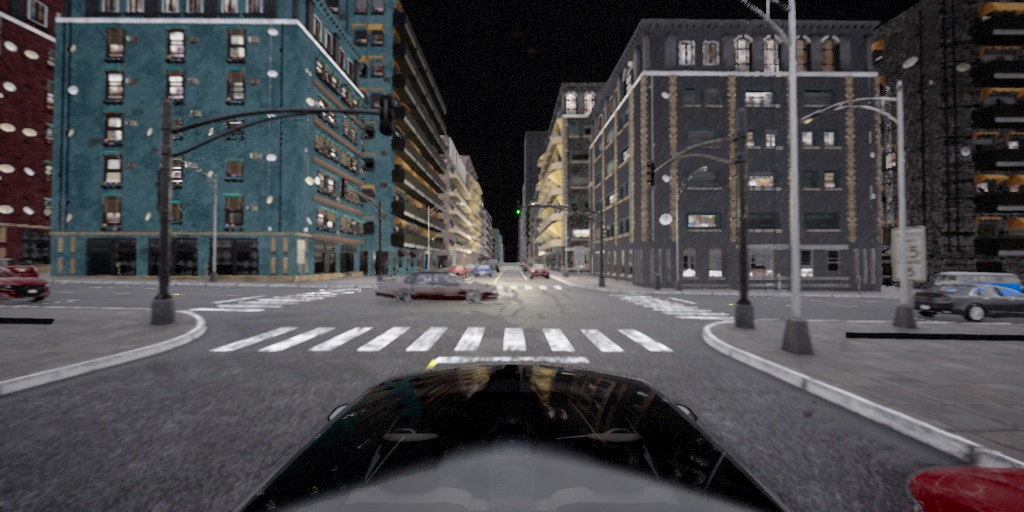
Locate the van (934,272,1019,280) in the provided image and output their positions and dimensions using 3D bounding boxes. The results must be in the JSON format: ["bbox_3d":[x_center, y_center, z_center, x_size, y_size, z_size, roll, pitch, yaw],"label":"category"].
[{"bbox_3d":[28.666,1.908,22.171,3.998,1.789,1.690,0,0,-1],"label":"van"}]

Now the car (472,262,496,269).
[{"bbox_3d":[-3.106,1.673,39.836,1.812,1.442,4.674,0,-1,0],"label":"car"}]

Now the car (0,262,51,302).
[{"bbox_3d":[-20.016,1.027,13.246,4.507,1.381,1.888,0,0,-1],"label":"car"}]

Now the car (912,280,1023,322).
[{"bbox_3d":[17.930,1.757,13.687,4.403,1.370,2.007,0,0,-1],"label":"car"}]

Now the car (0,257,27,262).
[{"bbox_3d":[-31.528,0.860,21.592,4.097,1.591,1.967,0,0,-1],"label":"car"}]

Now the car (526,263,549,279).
[{"bbox_3d":[2.783,1.562,37.407,1.967,1.591,4.097,0,0,0],"label":"car"}]

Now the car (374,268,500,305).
[{"bbox_3d":[-3.293,1.412,16.181,5.357,1.411,2.033,1,-1,-1],"label":"car"}]

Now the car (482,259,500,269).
[{"bbox_3d":[-3.076,1.551,56.402,2.150,2.045,5.566,0,-1,0],"label":"car"}]

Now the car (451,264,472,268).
[{"bbox_3d":[-5.801,1.679,38.624,1.888,1.381,4.507,0,0,0],"label":"car"}]

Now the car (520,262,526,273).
[{"bbox_3d":[2.662,1.873,54.396,1.948,1.339,4.313,0,0,0],"label":"car"}]
